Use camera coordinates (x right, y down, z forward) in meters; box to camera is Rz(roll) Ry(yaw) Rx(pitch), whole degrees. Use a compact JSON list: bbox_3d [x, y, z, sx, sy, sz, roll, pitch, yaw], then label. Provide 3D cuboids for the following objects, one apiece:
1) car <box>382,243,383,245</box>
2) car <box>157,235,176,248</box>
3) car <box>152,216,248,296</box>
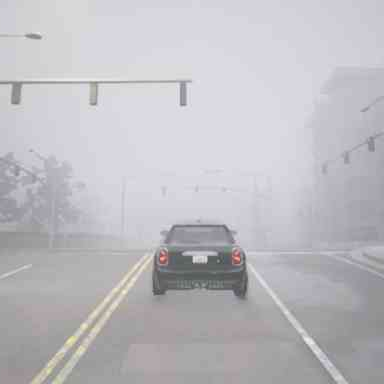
[{"bbox_3d":[17.198,4.162,25.504,4.892,1.490,1.837,5,-9,1],"label":"car"},{"bbox_3d":[-3.128,6.248,41.501,1.837,1.490,4.892,0,-9,1],"label":"car"},{"bbox_3d":[0.186,1.471,9.112,2.097,1.767,4.553,0,-1,0],"label":"car"}]
